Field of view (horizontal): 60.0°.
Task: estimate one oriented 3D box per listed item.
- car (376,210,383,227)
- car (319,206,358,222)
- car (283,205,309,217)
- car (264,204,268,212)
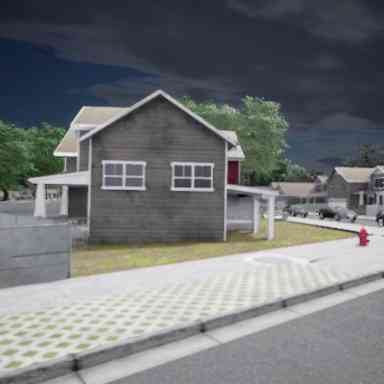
[{"bbox_3d":[14.879,1.832,23.123,1.837,1.490,4.892,1,-2,-4],"label":"car"},{"bbox_3d":[14.192,2.091,32.553,2.128,1.511,4.902,1,-2,-5],"label":"car"},{"bbox_3d":[13.213,2.399,42.659,1.837,1.490,4.892,1,-2,-6],"label":"car"},{"bbox_3d":[13.307,3.077,63.933,1.812,1.442,4.674,1,-2,-10],"label":"car"}]
